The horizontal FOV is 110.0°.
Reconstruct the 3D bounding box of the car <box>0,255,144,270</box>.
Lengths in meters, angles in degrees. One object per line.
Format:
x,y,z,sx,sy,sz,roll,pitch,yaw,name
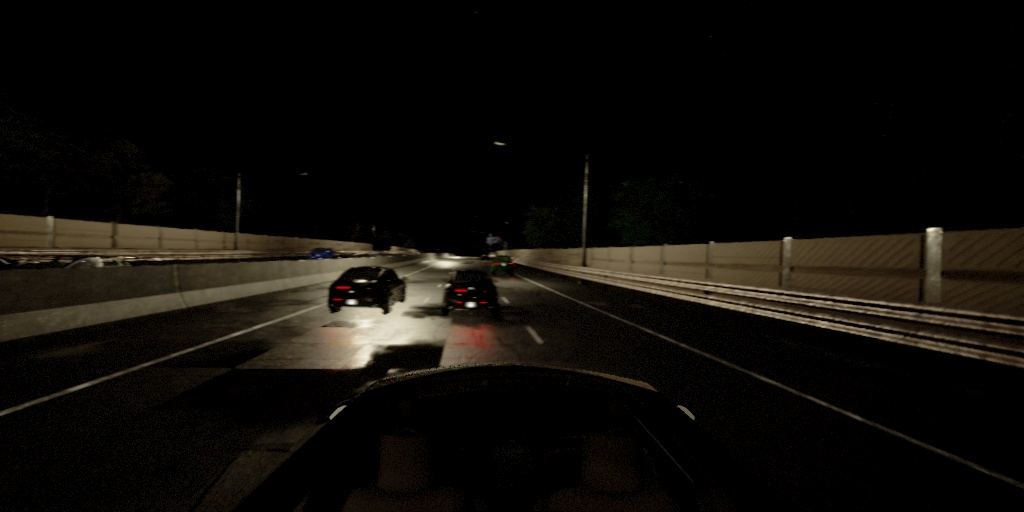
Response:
-15.768,0.704,12.783,2.128,1.511,4.902,2,0,-7,car

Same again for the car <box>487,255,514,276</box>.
-1.094,0.939,37.828,2.150,2.045,5.566,2,0,-7,car

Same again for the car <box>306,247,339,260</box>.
-27.537,-0.202,51.841,2.150,2.045,5.566,2,1,-6,car

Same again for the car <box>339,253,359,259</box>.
-24.237,0.283,53.590,1.895,1.301,4.718,2,1,-6,car

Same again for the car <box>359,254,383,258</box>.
-20.767,0.359,54.033,2.033,1.411,5.357,2,1,-6,car

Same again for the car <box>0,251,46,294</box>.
-19.160,0.589,11.710,1.837,1.490,4.892,2,0,-7,car

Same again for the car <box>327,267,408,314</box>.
-5.025,1.115,13.009,1.837,1.490,4.892,2,0,-7,car

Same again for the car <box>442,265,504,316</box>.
-1.550,1.245,13.407,1.837,1.490,4.892,2,0,-7,car
